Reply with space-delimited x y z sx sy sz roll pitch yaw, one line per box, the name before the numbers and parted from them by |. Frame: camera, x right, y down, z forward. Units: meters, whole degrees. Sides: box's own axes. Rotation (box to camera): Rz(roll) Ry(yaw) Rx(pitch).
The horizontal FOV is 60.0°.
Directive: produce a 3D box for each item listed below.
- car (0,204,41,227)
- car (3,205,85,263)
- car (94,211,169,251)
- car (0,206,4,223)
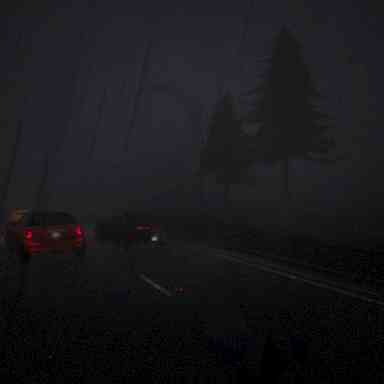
car | -14.257 1.754 26.287 5.008 1.535 1.882 0 0 35
car | -5.755 1.474 12.863 2.097 1.767 4.553 0 0 -35
car | -2.824 1.599 14.782 2.128 1.511 4.902 0 0 -35
car | -15.073 1.490 22.618 5.566 2.045 2.150 0 0 37
